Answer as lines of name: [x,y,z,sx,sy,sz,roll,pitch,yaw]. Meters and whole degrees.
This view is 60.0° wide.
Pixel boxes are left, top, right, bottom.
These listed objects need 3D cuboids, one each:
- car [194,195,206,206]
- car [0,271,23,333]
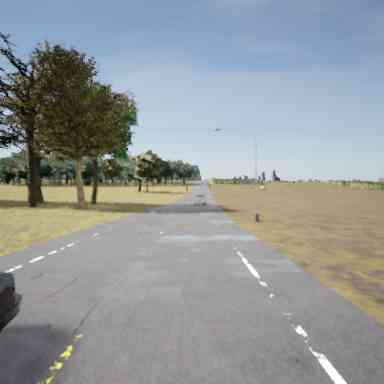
car: [1.374,1.778,59.834,1.812,1.442,4.674,0,0,2]
car: [-3.577,1.548,2.863,2.033,1.411,5.357,0,0,0]
